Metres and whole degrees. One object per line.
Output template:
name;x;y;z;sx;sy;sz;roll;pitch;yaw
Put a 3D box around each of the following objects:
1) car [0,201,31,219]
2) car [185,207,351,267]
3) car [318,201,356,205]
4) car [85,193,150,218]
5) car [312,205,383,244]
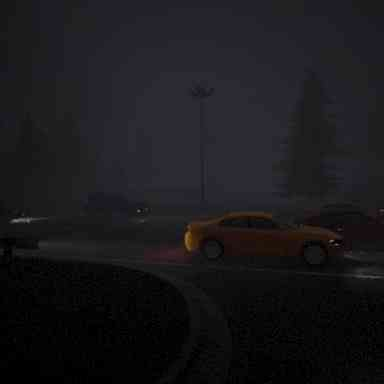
car;-16.201;1.464;27.793;5.357;1.411;2.033;0;0;18
car;2.272;1.397;10.938;5.008;1.535;1.882;0;0;17
car;9.047;1.303;19.808;5.008;1.535;1.882;0;0;18
car;-6.401;1.077;28.361;5.566;2.045;2.150;0;1;18
car;6.408;1.407;13.300;4.674;1.442;1.812;0;0;18
